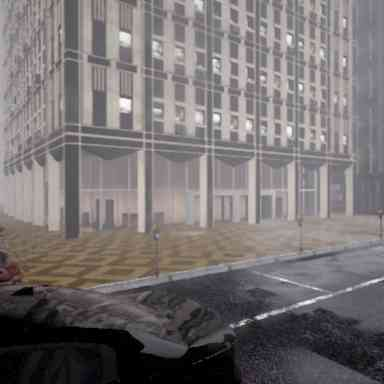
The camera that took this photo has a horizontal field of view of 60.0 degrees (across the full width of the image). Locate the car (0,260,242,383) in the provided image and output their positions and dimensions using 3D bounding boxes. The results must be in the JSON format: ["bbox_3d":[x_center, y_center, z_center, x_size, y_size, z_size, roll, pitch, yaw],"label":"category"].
[{"bbox_3d":[-1.926,1.478,2.009,5.008,1.535,1.882,0,0,-35],"label":"car"}]

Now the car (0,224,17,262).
[{"bbox_3d":[-4.435,1.316,3.408,5.009,1.841,2.192,0,0,-35],"label":"car"}]
